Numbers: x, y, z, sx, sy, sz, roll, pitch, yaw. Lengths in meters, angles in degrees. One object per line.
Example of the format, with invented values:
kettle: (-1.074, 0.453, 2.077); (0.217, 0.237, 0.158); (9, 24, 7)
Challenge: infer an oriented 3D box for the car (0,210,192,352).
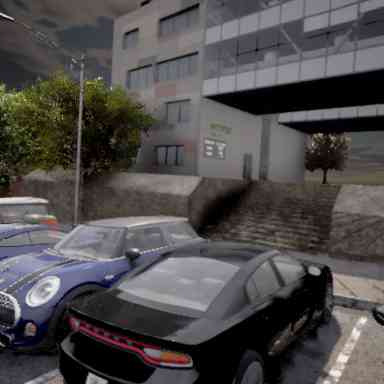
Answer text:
car: (-1.529, 1.314, 6.410); (2.185, 1.767, 4.553); (1, 0, 36)

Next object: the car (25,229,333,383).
car: (0.623, 1.461, 4.831); (2.097, 1.535, 5.008); (1, 0, 35)

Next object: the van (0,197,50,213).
van: (-6.026, 1.167, 9.723); (1.878, 1.987, 4.442); (1, 0, 35)
